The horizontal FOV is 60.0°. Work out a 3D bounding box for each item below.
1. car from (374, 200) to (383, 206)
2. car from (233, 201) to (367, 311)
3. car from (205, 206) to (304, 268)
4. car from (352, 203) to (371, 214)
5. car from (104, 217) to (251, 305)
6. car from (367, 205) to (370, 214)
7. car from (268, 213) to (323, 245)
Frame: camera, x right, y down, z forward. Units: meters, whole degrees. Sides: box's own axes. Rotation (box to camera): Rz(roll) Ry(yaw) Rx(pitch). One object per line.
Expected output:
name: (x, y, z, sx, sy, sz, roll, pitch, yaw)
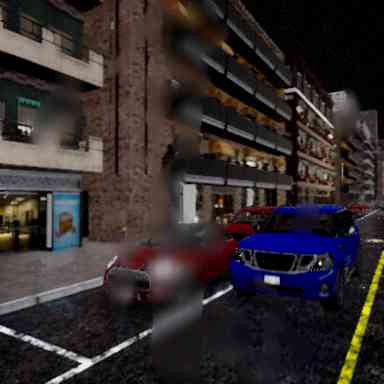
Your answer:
car: (44.899, 2.756, 79.953, 2.008, 1.369, 4.403, -1, -1, 32)
car: (3.006, 1.366, 8.675, 2.150, 2.045, 5.566, -1, -1, 33)
car: (2.722, 1.539, 13.274, 2.192, 1.841, 5.009, -1, -1, 32)
car: (23.811, 2.262, 46.613, 1.887, 1.381, 4.507, -1, -1, 32)
car: (-0.291, 1.593, 8.510, 1.967, 1.590, 4.097, -1, -1, 32)
car: (20.798, 2.087, 41.851, 1.967, 1.590, 4.097, -1, -1, 32)
car: (5.735, 1.877, 18.034, 1.802, 1.307, 4.206, -1, -1, 32)
